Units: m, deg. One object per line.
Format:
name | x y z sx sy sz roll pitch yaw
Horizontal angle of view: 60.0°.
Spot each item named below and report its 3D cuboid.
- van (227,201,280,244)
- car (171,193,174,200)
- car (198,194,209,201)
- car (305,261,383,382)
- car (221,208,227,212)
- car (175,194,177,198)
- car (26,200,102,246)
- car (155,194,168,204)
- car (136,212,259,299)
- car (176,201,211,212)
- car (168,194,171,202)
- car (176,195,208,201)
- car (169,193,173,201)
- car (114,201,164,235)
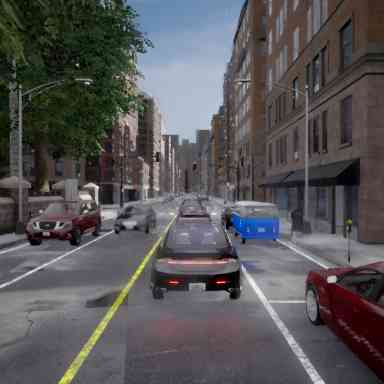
van | 2.848 1.336 15.509 1.690 1.788 3.998 0 0 0
car | -5.704 1.491 75.506 1.887 1.381 4.507 0 0 0
car | 2.820 1.386 75.546 1.967 1.590 4.097 0 0 0
car | 2.853 1.544 4.188 1.887 1.381 4.507 0 0 0
car | 2.846 1.557 21.169 1.947 1.339 4.313 0 0 0
car | -5.709 1.496 86.408 2.008 1.369 4.403 0 0 0
car | -5.677 1.310 15.465 2.192 1.841 5.009 0 0 0
car | -5.697 1.480 58.984 1.752 1.417 4.829 0 0 0
car | 0.096 1.490 8.409 2.128 1.511 4.902 0 0 0
car | 0.090 1.485 18.348 2.128 1.511 4.902 0 0 0
car | -5.699 1.502 64.604 2.008 1.369 4.403 0 0 0
car | -0.014 1.338 27.526 2.097 1.767 4.553 0 0 0
car | -5.702 1.493 70.055 1.887 1.381 4.507 0 0 0
car | -3.071 1.486 18.922 2.128 1.511 4.902 0 0 0
